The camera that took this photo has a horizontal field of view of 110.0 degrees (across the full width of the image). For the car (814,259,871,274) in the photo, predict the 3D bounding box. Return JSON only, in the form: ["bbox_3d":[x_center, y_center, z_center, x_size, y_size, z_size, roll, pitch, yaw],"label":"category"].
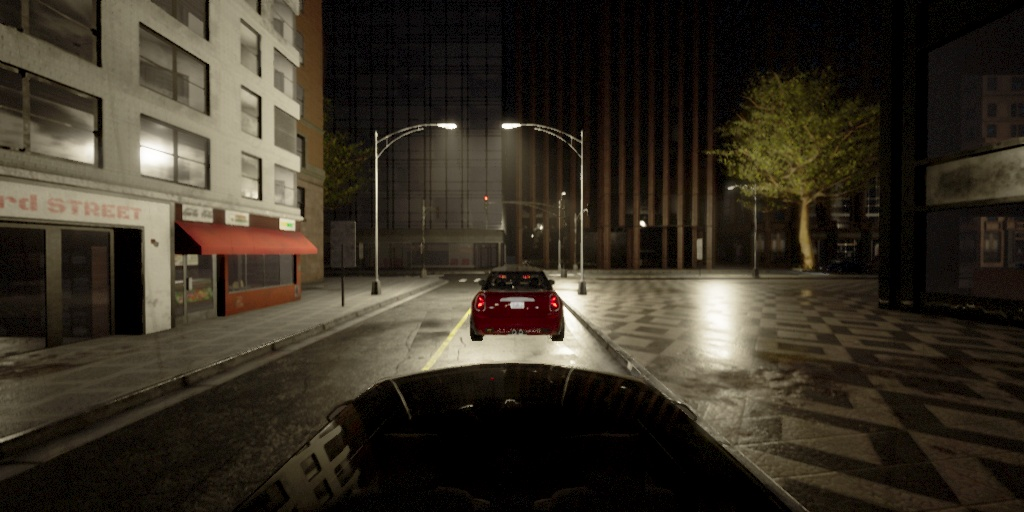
[{"bbox_3d":[31.644,0.995,34.392,4.181,1.385,1.994,0,1,0],"label":"car"}]

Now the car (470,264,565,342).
[{"bbox_3d":[0.122,1.050,9.713,2.097,1.767,4.553,0,0,0],"label":"car"}]
